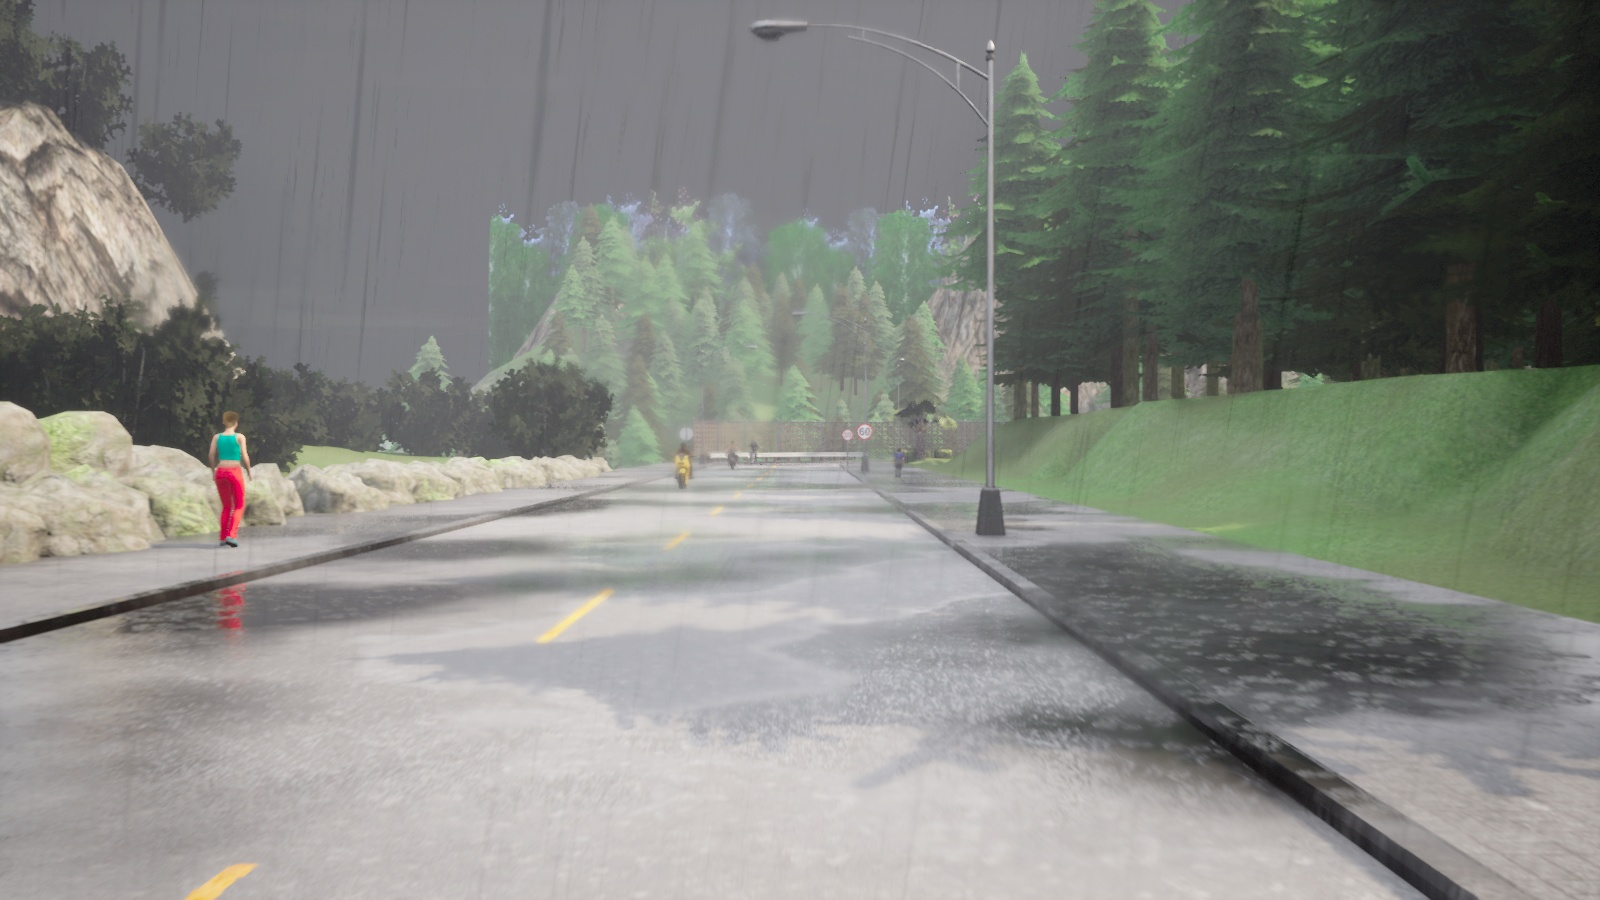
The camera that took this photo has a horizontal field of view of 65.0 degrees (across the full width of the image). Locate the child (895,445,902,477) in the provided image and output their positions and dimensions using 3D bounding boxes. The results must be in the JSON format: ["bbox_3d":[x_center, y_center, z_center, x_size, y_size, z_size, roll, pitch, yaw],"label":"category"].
[{"bbox_3d":[3.936,0.453,49.987,0.270,1.263,0.437,0,0,4],"label":"child"}]

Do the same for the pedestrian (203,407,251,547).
[{"bbox_3d":[-7.629,0.356,16.743,0.345,1.836,0.594,0,0,3],"label":"pedestrian"}]

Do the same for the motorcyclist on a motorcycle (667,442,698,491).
[{"bbox_3d":[-3.756,0.498,40.218,0.797,1.523,2.044,0,1,0],"label":"motorcyclist on a motorcycle"}]
